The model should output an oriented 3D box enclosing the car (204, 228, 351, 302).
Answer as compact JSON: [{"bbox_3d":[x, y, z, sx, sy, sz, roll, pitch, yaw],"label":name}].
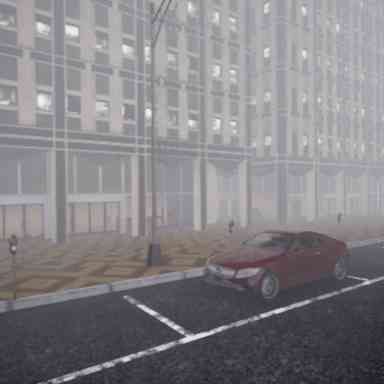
[{"bbox_3d":[2.246,1.571,8.170,4.206,1.307,1.802,0,0,-35],"label":"car"}]
